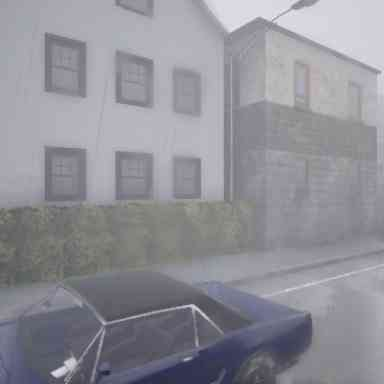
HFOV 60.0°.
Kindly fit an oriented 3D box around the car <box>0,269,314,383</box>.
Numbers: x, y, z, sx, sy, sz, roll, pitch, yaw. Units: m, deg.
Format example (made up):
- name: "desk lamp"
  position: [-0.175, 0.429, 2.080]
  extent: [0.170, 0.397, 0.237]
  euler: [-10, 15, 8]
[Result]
- name: "car"
  position: [-0.977, 1.601, 3.266]
  extent: [4.718, 1.301, 1.895]
  euler: [0, 0, -36]
